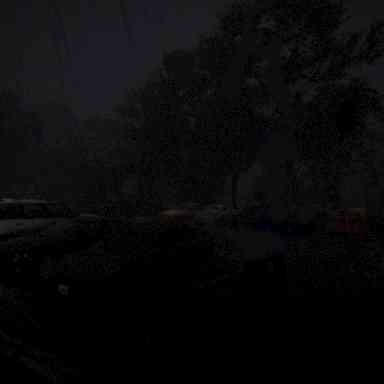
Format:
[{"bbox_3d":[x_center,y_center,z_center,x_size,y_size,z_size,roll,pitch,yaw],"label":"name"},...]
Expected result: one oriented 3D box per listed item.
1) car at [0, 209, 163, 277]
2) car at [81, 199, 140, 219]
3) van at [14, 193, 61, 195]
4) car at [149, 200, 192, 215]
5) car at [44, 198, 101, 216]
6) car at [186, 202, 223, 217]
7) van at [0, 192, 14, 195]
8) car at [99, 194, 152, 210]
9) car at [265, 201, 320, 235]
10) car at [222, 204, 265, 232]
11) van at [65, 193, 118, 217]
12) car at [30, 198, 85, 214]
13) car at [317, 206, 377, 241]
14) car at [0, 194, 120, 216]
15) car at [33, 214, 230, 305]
[{"bbox_3d":[-3.455,1.535,10.419,2.097,1.535,5.008,1,0,36],"label":"car"},{"bbox_3d":[-7.001,1.421,29.107,2.163,1.488,4.792,1,0,36],"label":"car"},{"bbox_3d":[-15.997,1.095,35.533,1.878,1.987,4.442,0,0,36],"label":"van"},{"bbox_3d":[-0.367,1.470,24.102,1.946,1.575,5.366,1,0,36],"label":"car"},{"bbox_3d":[-11.553,1.374,32.479,2.163,1.488,4.792,1,0,36],"label":"car"},{"bbox_3d":[1.983,1.540,22.624,2.002,1.452,4.674,1,0,36],"label":"car"},{"bbox_3d":[-20.363,1.086,38.977,1.878,1.987,4.442,0,0,36],"label":"van"},{"bbox_3d":[-4.723,1.167,27.526,2.435,2.045,5.566,1,0,36],"label":"car"},{"bbox_3d":[6.388,1.428,19.471,2.185,1.767,4.553,1,0,36],"label":"car"},{"bbox_3d":[4.209,1.557,20.976,2.163,1.488,4.792,1,0,36],"label":"car"},{"bbox_3d":[-9.256,1.140,30.922,1.878,1.987,4.442,1,0,36],"label":"van"},{"bbox_3d":[-13.689,1.360,34.029,2.163,1.488,4.792,0,0,36],"label":"car"},{"bbox_3d":[8.609,1.580,17.815,2.097,1.535,5.008,1,0,36],"label":"car"},{"bbox_3d":[-5.686,1.256,12.066,2.435,2.045,5.566,1,0,36],"label":"car"},{"bbox_3d":[-1.228,1.592,8.762,2.163,1.488,4.792,1,0,36],"label":"car"}]
